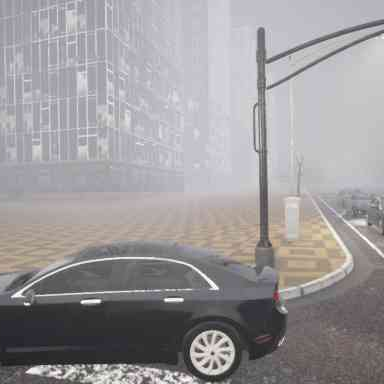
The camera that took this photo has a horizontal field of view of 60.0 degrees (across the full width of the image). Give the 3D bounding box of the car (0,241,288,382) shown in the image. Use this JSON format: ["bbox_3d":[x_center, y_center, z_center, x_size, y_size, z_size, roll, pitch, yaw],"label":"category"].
[{"bbox_3d":[-1.153,1.505,4.795,4.892,1.490,1.837,0,0,0],"label":"car"}]

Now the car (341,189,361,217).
[{"bbox_3d":[10.895,0.759,20.794,1.994,1.385,4.181,-1,2,17],"label":"car"}]

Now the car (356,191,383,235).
[{"bbox_3d":[8.882,0.928,14.489,2.128,1.511,4.902,-1,2,18],"label":"car"}]

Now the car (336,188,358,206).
[{"bbox_3d":[12.855,0.454,26.870,2.128,1.511,4.902,-1,2,18],"label":"car"}]
